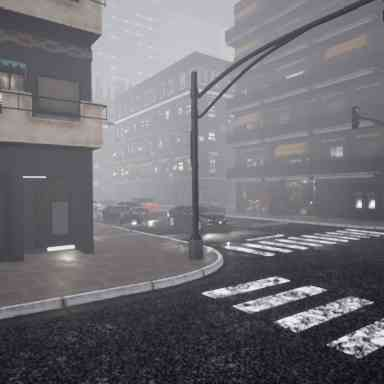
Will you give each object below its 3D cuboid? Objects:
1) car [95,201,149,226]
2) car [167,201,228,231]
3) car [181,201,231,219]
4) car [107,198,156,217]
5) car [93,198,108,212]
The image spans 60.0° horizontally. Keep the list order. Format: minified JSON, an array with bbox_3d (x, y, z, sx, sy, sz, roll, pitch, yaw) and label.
[{"bbox_3d":[-5.229,1.632,24.492,1.947,1.339,4.313,-1,1,-36],"label":"car"},{"bbox_3d":[0.220,1.534,21.174,1.837,1.490,4.892,-1,1,-36],"label":"car"},{"bbox_3d":[1.151,1.512,29.117,2.008,1.369,4.403,-1,1,-36],"label":"car"},{"bbox_3d":[-5.347,1.540,28.853,1.837,1.490,4.892,-1,1,-36],"label":"car"},{"bbox_3d":[-11.394,1.568,37.210,1.812,1.442,4.674,-1,1,-36],"label":"car"}]
